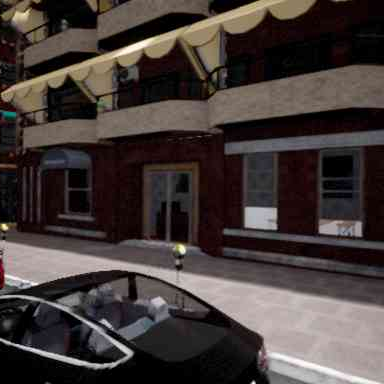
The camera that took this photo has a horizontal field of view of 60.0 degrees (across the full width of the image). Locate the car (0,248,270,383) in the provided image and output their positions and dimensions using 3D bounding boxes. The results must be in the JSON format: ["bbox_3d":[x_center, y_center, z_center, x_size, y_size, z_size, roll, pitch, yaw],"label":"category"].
[{"bbox_3d":[-1.299,1.567,3.636,4.313,1.339,1.947,0,1,35],"label":"car"}]
